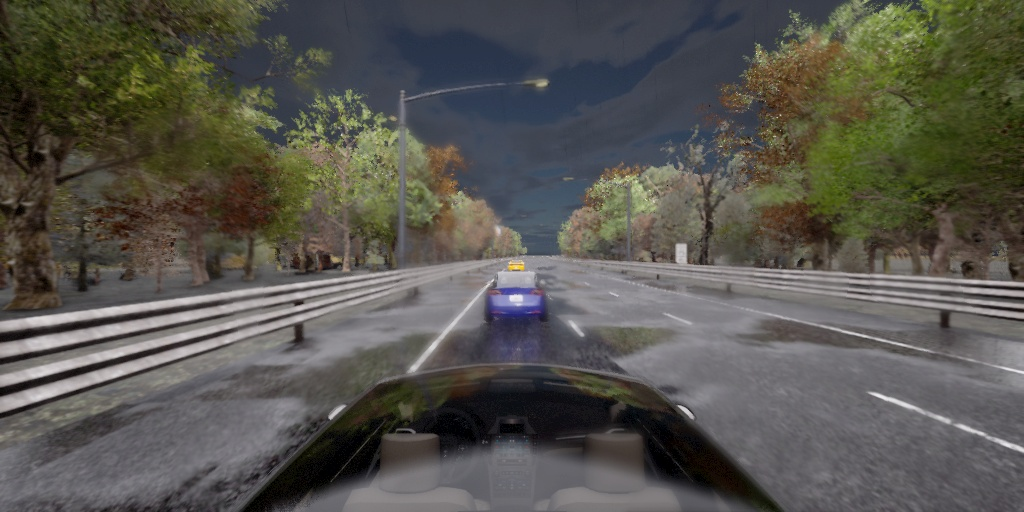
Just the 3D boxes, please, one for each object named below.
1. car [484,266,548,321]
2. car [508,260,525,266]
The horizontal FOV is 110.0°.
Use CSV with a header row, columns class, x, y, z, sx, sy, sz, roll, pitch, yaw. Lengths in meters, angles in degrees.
class,x,y,z,sx,sy,sz,roll,pitch,yaw
car,0.141,1.253,12.500,2.163,1.488,4.792,0,0,0
car,0.553,1.222,43.940,1.882,1.535,5.008,0,0,1
